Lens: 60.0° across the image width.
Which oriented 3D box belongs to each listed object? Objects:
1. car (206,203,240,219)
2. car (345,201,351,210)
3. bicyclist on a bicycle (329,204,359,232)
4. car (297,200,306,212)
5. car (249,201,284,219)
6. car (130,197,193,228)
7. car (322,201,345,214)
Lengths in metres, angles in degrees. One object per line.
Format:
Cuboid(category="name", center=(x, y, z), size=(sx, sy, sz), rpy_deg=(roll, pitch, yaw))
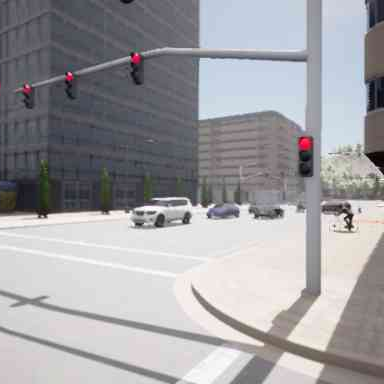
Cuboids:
Cuboid(category="car", center=(3.163, 1.839, 32.806), size=(1.812, 1.442, 4.674), rpy_deg=(0, -1, 33))
Cuboid(category="car", center=(23.069, 2.102, 50.909), size=(2.128, 1.511, 4.902), rpy_deg=(0, -1, 32))
Cuboid(category="bicyclist on a bicycle", center=(8.855, 1.536, 19.427), size=(1.656, 1.620, 0.582), rpy_deg=(0, -1, 32))
Cuboid(category="car", center=(16.245, 1.876, 46.506), size=(2.097, 1.767, 4.553), rpy_deg=(0, -1, 32))
Cuboid(category="car", center=(7.713, 1.911, 33.082), size=(1.994, 1.385, 4.181), rpy_deg=(0, -1, 33))
Cuboid(category="car", center=(-2.068, 1.426, 24.581), size=(2.150, 2.045, 5.566), rpy_deg=(0, -1, 32))
Cuboid(category="car", center=(18.096, 2.011, 42.981), size=(1.837, 1.490, 4.892), rpy_deg=(0, -1, 33))
